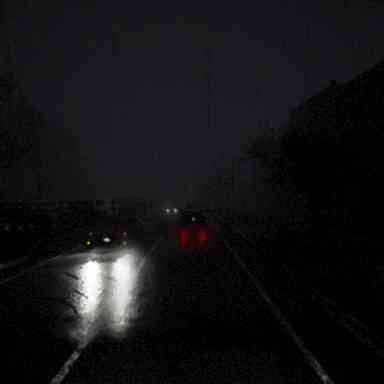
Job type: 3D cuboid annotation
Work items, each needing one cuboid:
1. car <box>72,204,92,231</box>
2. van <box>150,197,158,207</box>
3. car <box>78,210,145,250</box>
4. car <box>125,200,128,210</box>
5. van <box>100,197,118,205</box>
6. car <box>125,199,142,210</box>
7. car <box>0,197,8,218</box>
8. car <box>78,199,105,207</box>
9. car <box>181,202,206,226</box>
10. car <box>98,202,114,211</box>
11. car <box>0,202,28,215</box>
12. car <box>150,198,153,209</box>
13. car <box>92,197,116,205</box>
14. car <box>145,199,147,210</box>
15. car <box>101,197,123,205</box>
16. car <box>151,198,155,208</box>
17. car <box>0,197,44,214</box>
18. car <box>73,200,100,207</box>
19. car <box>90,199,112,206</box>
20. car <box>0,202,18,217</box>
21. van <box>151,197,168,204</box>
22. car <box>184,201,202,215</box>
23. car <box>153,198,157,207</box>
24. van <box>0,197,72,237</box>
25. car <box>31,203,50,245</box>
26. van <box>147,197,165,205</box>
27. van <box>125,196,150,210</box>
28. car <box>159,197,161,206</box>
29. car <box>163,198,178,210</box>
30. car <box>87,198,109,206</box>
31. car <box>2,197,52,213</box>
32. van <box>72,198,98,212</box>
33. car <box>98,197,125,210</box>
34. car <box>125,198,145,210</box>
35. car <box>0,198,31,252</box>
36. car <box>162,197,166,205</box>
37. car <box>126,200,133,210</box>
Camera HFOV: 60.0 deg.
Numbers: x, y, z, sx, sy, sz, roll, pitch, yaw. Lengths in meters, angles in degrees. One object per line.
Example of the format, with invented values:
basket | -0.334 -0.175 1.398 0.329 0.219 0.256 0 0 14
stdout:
car | -8.846 1.660 19.565 4.892 1.521 2.231 0 -1 0
van | -8.791 1.960 58.808 4.442 1.987 1.878 0 -1 0
car | -3.351 1.705 15.024 1.994 1.385 4.181 0 -1 0
car | -8.862 1.790 30.782 4.892 1.521 2.231 0 -1 0
van | -22.149 2.408 89.057 4.442 1.987 1.878 0 -1 0
car | -8.874 1.897 39.187 5.008 1.535 2.097 0 -1 0
car | -21.922 1.571 33.392 5.566 2.045 2.435 0 -1 0
car | -21.822 2.385 72.402 5.366 1.575 1.946 0 -1 0
car | 0.098 1.792 26.069 1.812 1.442 4.674 0 -1 0
car | -8.853 1.724 25.171 5.008 1.535 2.097 0 -1 0
car | -21.956 1.934 38.836 4.674 1.452 2.002 0 -1 0
car | -8.866 2.091 50.395 4.792 1.488 2.163 0 -1 0
car | -22.052 2.301 83.507 5.566 2.045 2.435 0 -1 0
car | -8.916 2.008 44.789 4.792 1.488 2.163 0 -1 0
car | -22.064 2.423 91.833 5.566 2.045 2.435 0 -1 0
car | -8.870 2.132 53.198 4.792 1.488 2.163 0 -1 0
car | -21.933 1.684 41.747 5.566 2.045 2.435 0 -1 0
car | -22.009 2.348 69.625 4.892 1.521 2.231 0 -1 0
car | -21.991 2.540 80.728 4.792 1.488 2.163 0 -1 0
car | -21.949 1.859 36.176 5.008 1.535 2.097 0 -1 0
van | -9.074 2.456 92.441 4.442 1.987 1.878 0 -1 0
car | 0.090 1.959 42.022 2.128 1.511 4.902 0 -1 0
car | -8.898 2.144 56.001 5.008 1.535 2.097 0 -1 0
van | -8.733 1.401 16.764 4.442 1.987 1.878 0 -1 0
car | -8.815 1.469 13.959 4.553 1.767 2.185 0 -1 0
van | -9.061 2.332 84.034 4.442 1.987 1.878 0 -1 0
van | -8.775 1.794 47.596 4.442 1.987 1.878 0 -1 0
car | -8.885 2.143 64.412 4.553 1.767 2.185 0 -1 0
car | -3.311 2.229 56.814 2.033 1.411 5.357 0 -1 1
car | -22.046 2.344 77.953 4.553 1.767 2.185 0 -1 0
car | -21.938 1.723 44.409 5.566 2.045 2.435 0 -1 0
van | -8.971 1.466 22.370 4.442 1.987 1.878 0 -1 0
car | -8.891 1.505 27.978 5.566 2.045 2.435 0 -1 0
car | -9.069 1.934 41.986 5.366 1.575 1.946 0 -1 0
car | -8.874 1.314 11.160 5.566 2.045 2.435 0 -1 0
car | -8.896 2.100 70.020 5.566 2.045 2.435 0 -1 0
car | -8.842 1.853 33.579 4.792 1.488 2.163 0 -1 0
